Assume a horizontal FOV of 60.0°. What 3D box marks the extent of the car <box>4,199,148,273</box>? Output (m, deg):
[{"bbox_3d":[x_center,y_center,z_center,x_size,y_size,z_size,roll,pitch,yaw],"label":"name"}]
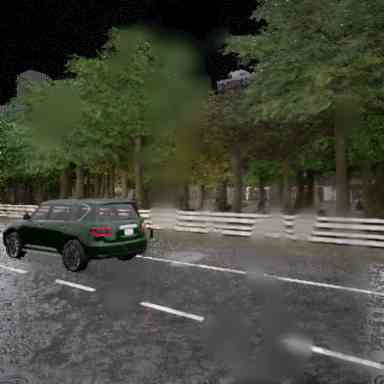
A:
[{"bbox_3d":[-3.968,1.238,11.003,5.566,2.045,2.150,0,0,36],"label":"car"}]
